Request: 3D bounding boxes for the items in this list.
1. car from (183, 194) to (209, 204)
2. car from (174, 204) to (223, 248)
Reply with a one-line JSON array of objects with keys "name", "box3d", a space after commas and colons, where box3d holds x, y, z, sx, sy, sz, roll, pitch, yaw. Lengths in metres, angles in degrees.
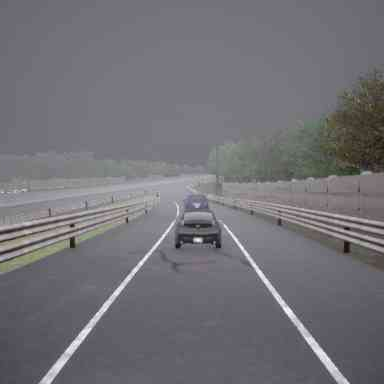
[{"name": "car", "box3d": [0.374, 1.228, 29.669, 2.150, 2.045, 5.566, 0, 0, -1]}, {"name": "car", "box3d": [0.281, 1.503, 14.562, 1.837, 1.490, 4.892, 0, 0, 1]}]
